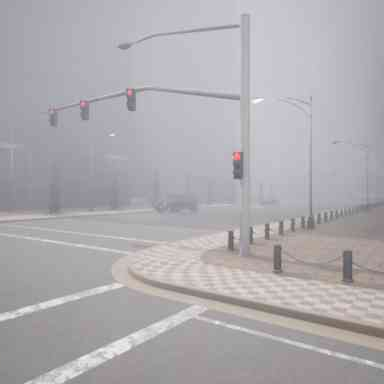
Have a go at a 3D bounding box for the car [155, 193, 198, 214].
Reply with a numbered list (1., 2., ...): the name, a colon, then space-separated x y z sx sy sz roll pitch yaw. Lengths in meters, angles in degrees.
1. car: -1.524 1.157 35.230 2.150 2.045 5.566 0 0 36

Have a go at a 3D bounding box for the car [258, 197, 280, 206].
1. car: 12.681 1.537 54.726 1.895 1.301 4.718 0 0 36
